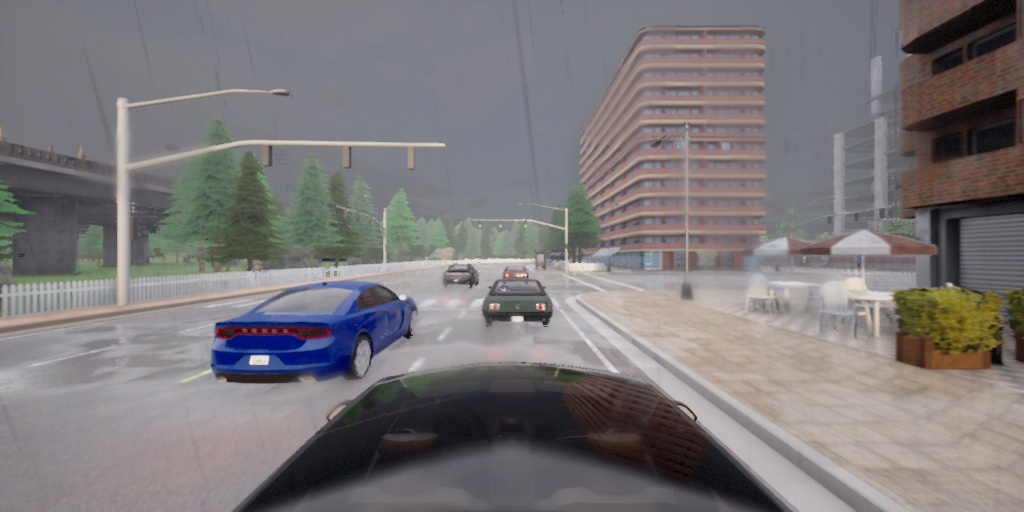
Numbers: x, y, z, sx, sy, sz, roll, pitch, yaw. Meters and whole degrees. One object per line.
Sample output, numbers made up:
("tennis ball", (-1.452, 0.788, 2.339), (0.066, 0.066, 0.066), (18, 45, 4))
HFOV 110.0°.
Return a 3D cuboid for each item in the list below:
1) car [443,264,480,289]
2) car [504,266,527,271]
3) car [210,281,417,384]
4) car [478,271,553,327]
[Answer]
("car", (-3.265, 1.269, 23.656), (2.128, 1.511, 4.902), (0, 0, 0))
("car", (0.264, 1.395, 28.085), (1.895, 1.301, 4.718), (0, 0, 1))
("car", (-3.327, 1.229, 7.193), (1.882, 1.535, 5.008), (0, 0, 0))
("car", (0.161, 1.353, 11.569), (1.895, 1.301, 4.718), (0, 0, 0))
